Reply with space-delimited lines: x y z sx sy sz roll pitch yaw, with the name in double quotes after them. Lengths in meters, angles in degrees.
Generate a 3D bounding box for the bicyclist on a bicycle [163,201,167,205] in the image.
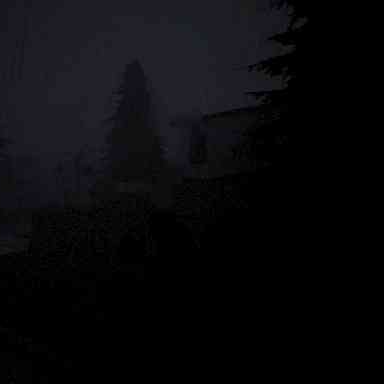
-1.988 1.513 25.098 1.656 1.620 0.582 -1 0 42 "bicyclist on a bicycle"
